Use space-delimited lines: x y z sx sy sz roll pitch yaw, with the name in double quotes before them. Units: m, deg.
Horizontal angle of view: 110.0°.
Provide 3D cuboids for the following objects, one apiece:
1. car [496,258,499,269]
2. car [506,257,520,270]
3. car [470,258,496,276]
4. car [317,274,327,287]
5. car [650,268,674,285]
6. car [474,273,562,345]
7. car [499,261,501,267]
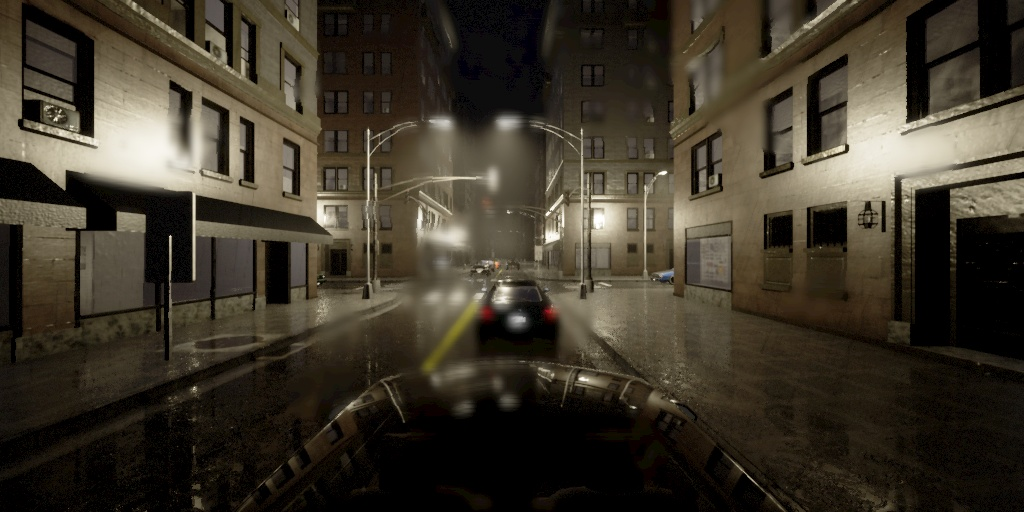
"car" -3.078 1.294 46.068 2.033 1.411 5.357 0 0 0
"car" 0.128 1.247 53.605 1.837 1.490 4.892 0 0 0
"car" -3.079 1.240 36.326 2.128 1.511 4.902 0 0 0
"car" -14.016 1.387 21.877 4.718 1.301 1.895 0 0 0
"car" 12.626 1.260 25.150 5.357 1.411 2.033 0 0 0
"car" 0.118 1.314 9.497 1.994 1.385 4.181 0 0 -1
"car" -3.060 1.093 55.850 2.097 1.767 4.553 0 0 -1
